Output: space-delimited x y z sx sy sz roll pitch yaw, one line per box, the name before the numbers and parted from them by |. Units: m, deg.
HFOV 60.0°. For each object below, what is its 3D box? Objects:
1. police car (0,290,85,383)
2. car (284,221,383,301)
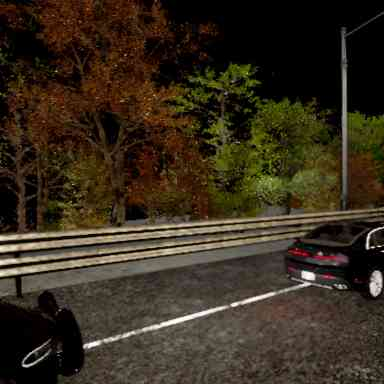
police car | -3.572 1.458 2.546 5.238 1.638 1.930 0 0 -36
car | 4.387 1.504 8.421 4.892 1.490 1.837 0 0 -36
